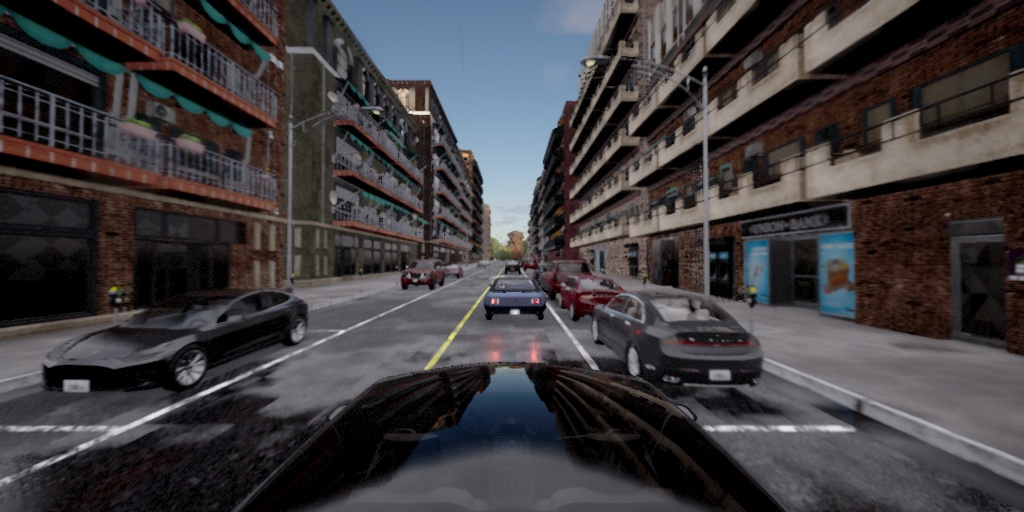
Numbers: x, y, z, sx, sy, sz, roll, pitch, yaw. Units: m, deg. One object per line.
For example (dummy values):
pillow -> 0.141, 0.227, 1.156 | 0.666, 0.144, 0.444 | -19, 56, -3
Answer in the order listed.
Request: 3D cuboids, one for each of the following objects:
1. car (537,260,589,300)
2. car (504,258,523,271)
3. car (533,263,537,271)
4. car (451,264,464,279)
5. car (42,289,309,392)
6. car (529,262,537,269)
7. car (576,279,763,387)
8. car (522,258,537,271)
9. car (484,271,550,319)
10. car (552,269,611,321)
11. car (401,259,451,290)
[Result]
car -> 2.685, 1.121, 17.964 | 2.192, 1.841, 5.009 | 0, 0, 0
car -> 0.083, 1.379, 44.918 | 1.882, 1.535, 5.008 | 0, 0, 0
car -> 2.683, 1.376, 23.532 | 2.007, 1.370, 4.403 | 0, 0, 0
car -> -5.702, 1.446, 34.698 | 1.802, 1.307, 4.207 | 0, 0, 0
car -> -5.691, 1.333, 6.859 | 1.948, 1.339, 4.313 | 0, 0, 0
car -> 2.681, 1.411, 29.100 | 1.948, 1.339, 4.313 | 0, 0, 0
car -> 2.690, 1.318, 6.829 | 2.007, 1.370, 4.403 | 0, 0, 0
car -> 2.672, 1.239, 51.372 | 2.192, 1.841, 5.009 | 0, 0, 0
car -> 0.094, 1.389, 12.907 | 1.895, 1.301, 4.718 | 0, 0, 0
car -> 2.688, 1.332, 12.396 | 1.888, 1.381, 4.507 | 0, 0, 0
car -> -5.698, 1.140, 23.562 | 2.192, 1.841, 5.009 | 0, 0, 0
